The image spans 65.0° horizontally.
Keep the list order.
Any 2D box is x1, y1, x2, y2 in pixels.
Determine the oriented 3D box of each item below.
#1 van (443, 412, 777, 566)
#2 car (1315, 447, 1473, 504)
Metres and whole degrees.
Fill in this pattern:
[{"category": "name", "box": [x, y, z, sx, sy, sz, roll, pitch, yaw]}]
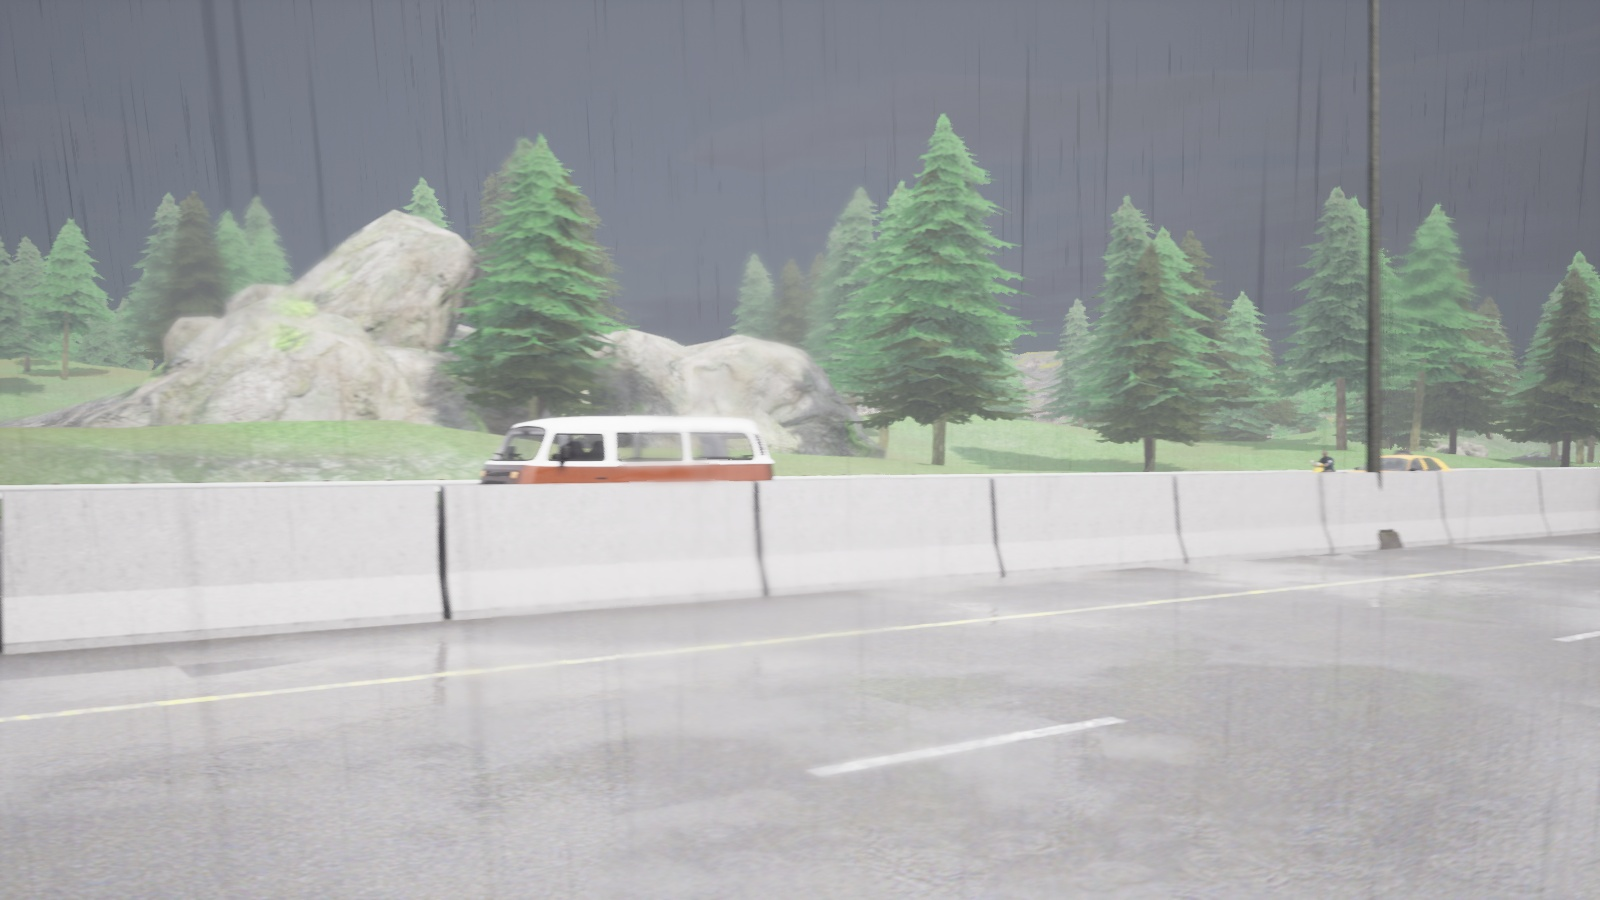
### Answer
[{"category": "van", "box": [-2.783, 0.513, 18.780, 4.480, 2.038, 2.069, 0, 0, -35]}, {"category": "car", "box": [17.677, 0.707, 37.286, 5.366, 1.575, 1.801, 0, 0, -35]}]
